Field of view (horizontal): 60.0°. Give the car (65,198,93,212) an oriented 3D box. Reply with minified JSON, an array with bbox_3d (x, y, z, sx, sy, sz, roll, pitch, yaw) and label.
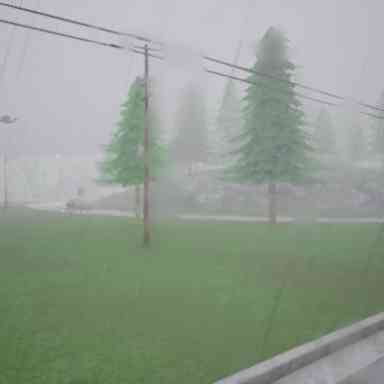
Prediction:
[{"bbox_3d":[-13.563,1.502,39.600,1.837,1.490,4.892,0,0,-42],"label":"car"}]
